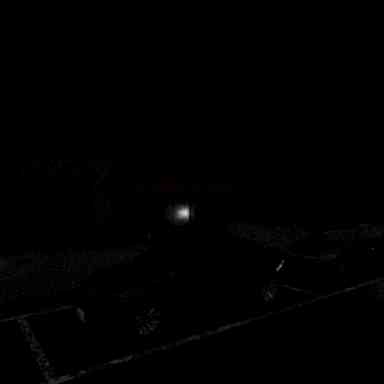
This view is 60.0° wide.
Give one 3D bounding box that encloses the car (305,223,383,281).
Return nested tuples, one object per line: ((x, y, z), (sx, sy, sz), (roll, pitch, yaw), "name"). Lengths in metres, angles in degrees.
((4.486, 1.582, 9.731), (4.206, 1.307, 1.802), (0, 0, -35), "car")

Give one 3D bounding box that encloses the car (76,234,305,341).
((0.005, 1.566, 6.539), (4.313, 1.339, 1.947), (0, 0, -35), "car")
